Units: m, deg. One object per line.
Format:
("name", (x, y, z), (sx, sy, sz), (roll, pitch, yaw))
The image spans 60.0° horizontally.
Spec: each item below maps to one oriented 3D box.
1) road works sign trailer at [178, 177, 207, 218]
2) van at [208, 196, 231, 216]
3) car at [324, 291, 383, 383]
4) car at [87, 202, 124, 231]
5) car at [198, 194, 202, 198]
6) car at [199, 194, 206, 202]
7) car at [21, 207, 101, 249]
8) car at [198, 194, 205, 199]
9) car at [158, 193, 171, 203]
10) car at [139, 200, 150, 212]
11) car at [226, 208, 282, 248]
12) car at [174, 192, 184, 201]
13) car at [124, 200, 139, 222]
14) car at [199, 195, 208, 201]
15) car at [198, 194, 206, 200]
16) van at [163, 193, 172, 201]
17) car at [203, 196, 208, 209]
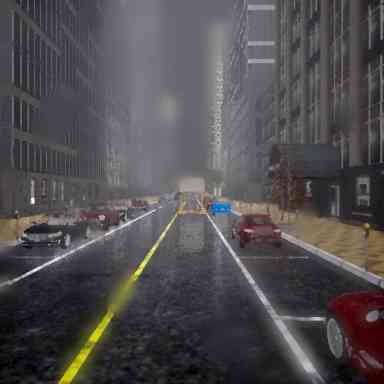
("road works sign trailer", (0.000, 0.433, 29.485), (2.380, 3.560, 2.880), (0, 0, 0))
("van", (2.690, 1.307, 31.467), (1.690, 1.788, 3.998), (0, 0, 0))
("car", (2.689, 1.581, 3.003), (1.802, 1.307, 4.206), (0, 0, 0))
("car", (-5.691, 1.424, 20.086), (1.967, 1.590, 4.097), (0, 0, 0))
("car", (2.691, 1.449, 71.314), (2.008, 1.369, 4.403), (0, 0, 0))
("car", (2.691, 1.503, 59.929), (1.802, 1.307, 4.206), (0, 0, 0))
("car", (-5.691, 1.542, 14.393), (2.008, 1.369, 4.403), (0, 0, 0))
("car", (2.691, 1.271, 94.083), (1.967, 1.590, 4.097), (0, 0, 0))
("car", (-5.690, 1.461, 65.625), (2.008, 1.369, 4.403), (0, 0, 0))
("car", (-5.691, 1.539, 37.162), (1.802, 1.307, 4.206), (0, 0, 0))
("car", (2.690, 1.573, 14.391), (1.802, 1.307, 4.206), (0, 0, 0))
("car", (-3.000, 1.074, 76.604), (2.150, 2.045, 5.566), (0, 0, 0))
("car", (-5.691, 1.525, 25.778), (2.008, 1.369, 4.403), (0, 0, 0))
("car", (2.691, 1.434, 77.007), (2.008, 1.369, 4.403), (0, 0, 0))
("car", (2.692, 1.289, 88.391), (1.967, 1.590, 4.097), (0, 0, 0))
("van", (-5.689, 1.224, 77.010), (1.690, 1.788, 3.998), (0, 0, 0))
("car", (2.690, 1.530, 42.852), (1.802, 1.307, 4.206), (0, 0, 0))
